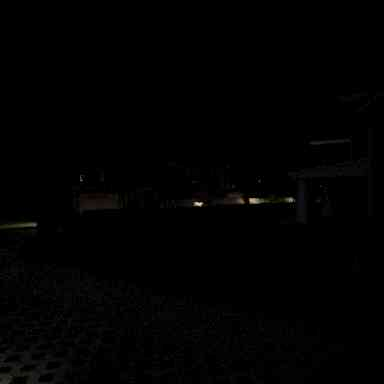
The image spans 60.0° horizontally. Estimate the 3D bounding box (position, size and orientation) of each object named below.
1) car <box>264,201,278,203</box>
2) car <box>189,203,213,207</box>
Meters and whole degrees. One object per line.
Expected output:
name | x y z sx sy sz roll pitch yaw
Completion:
car | 11.571 1.980 48.686 1.994 1.385 4.181 0 -1 36
car | 0.966 1.796 34.294 2.033 1.411 5.357 0 -1 36
